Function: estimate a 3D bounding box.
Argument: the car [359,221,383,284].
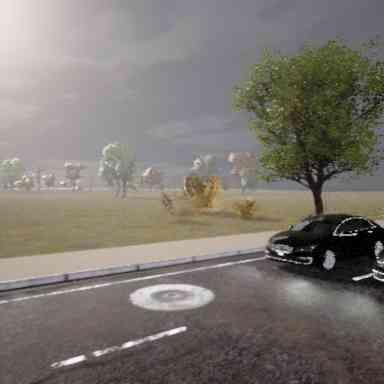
[{"bbox_3d":[6.393,1.504,8.247,4.892,1.490,1.837,0,0,-36],"label":"car"}]

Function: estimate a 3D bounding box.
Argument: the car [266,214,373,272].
[{"bbox_3d":[4.506,1.504,10.893,4.892,1.490,1.837,0,0,-36],"label":"car"}]
